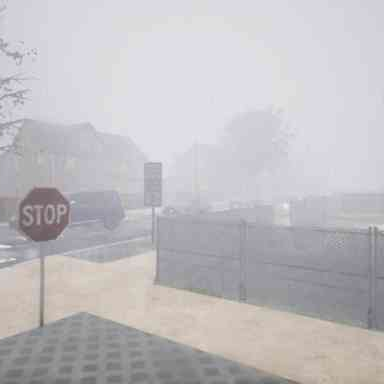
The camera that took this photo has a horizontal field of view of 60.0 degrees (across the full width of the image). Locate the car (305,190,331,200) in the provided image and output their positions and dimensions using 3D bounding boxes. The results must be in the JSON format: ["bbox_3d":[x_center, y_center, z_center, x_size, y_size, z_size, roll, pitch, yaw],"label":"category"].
[{"bbox_3d":[15.195,0.524,40.734,1.812,1.442,4.674,1,1,35],"label":"car"}]

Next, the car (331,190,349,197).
[{"bbox_3d":[23.010,0.285,51.733,1.895,1.301,4.718,1,2,36],"label":"car"}]

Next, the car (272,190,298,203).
[{"bbox_3d":[11.449,0.539,40.484,1.812,1.442,4.674,1,2,36],"label":"car"}]

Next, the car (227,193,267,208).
[{"bbox_3d":[5.449,0.801,32.094,2.033,1.411,5.357,1,2,36],"label":"car"}]

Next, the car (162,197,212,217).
[{"bbox_3d":[-0.262,1.048,24.079,1.994,1.385,4.181,1,2,35],"label":"car"}]

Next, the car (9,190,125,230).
[{"bbox_3d":[-5.799,0.931,16.293,2.150,2.045,5.566,1,2,36],"label":"car"}]
